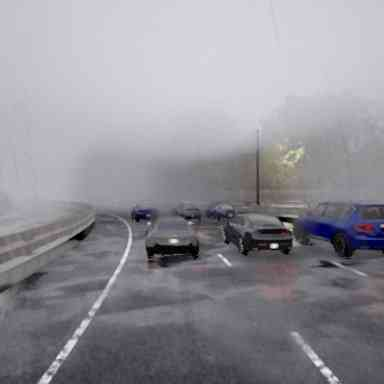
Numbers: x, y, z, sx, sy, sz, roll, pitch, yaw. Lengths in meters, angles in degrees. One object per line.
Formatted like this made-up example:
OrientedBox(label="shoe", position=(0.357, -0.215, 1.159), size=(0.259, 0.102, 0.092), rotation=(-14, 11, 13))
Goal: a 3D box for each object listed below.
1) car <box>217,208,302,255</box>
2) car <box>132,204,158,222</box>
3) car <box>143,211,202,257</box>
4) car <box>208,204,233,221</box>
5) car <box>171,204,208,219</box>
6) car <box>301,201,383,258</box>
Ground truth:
OrientedBox(label="car", position=(2.580, 1.650, 14.099), size=(1.837, 1.490, 4.892), rotation=(0, 0, -8))
OrientedBox(label="car", position=(-4.190, 1.772, 29.344), size=(1.882, 1.535, 5.008), rotation=(0, 0, -16))
OrientedBox(label="car", position=(-0.886, 1.702, 13.605), size=(1.994, 1.385, 4.181), rotation=(0, 0, -7))
OrientedBox(label="car", position=(2.677, 1.835, 30.784), size=(1.812, 1.442, 4.674), rotation=(0, 0, -16))
OrientedBox(label="car", position=(-0.597, 1.789, 29.512), size=(2.128, 1.511, 4.902), rotation=(0, 0, -16))
OrientedBox(label="car", position=(6.184, 1.363, 13.586), size=(2.150, 2.045, 5.566), rotation=(0, 0, -7))
